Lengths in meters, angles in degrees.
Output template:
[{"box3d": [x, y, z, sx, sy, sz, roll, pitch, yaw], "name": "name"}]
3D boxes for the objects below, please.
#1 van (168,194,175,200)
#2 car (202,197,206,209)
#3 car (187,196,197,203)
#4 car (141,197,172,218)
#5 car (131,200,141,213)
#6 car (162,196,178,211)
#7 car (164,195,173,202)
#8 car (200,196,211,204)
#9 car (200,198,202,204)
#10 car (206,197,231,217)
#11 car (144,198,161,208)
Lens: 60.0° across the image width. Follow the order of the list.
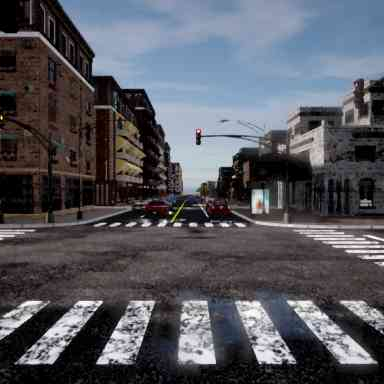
[{"box3d": [-5.873, 1.430, 94.485, 1.690, 1.788, 3.998, -1, 0, 0], "name": "van"}, {"box3d": [2.605, 1.597, 43.243, 1.802, 1.307, 4.206, 0, 0, 0], "name": "car"}, {"box3d": [-0.041, 1.593, 70.303, 2.033, 1.411, 5.357, 0, 0, 0], "name": "car"}, {"box3d": [-3.154, 1.483, 30.634, 1.882, 1.535, 5.008, 0, 0, 0], "name": "car"}, {"box3d": [-5.765, 1.561, 37.518, 2.008, 1.369, 4.403, 0, 0, 0], "name": "car"}, {"box3d": [-3.170, 1.560, 40.965, 2.033, 1.411, 5.357, 0, 0, 0], "name": "car"}, {"box3d": [-5.850, 1.592, 82.921, 1.752, 1.417, 4.829, -1, 0, 0], "name": "car"}, {"box3d": [2.563, 1.591, 66.030, 2.008, 1.369, 4.403, -1, 0, 0], "name": "car"}, {"box3d": [2.594, 1.571, 48.940, 2.008, 1.369, 4.403, 0, 0, 0], "name": "car"}, {"box3d": [2.625, 1.446, 31.849, 1.967, 1.590, 4.097, 0, 0, 0], "name": "car"}, {"box3d": [-5.786, 1.571, 48.912, 2.008, 1.369, 4.403, 0, 0, 0], "name": "car"}]
